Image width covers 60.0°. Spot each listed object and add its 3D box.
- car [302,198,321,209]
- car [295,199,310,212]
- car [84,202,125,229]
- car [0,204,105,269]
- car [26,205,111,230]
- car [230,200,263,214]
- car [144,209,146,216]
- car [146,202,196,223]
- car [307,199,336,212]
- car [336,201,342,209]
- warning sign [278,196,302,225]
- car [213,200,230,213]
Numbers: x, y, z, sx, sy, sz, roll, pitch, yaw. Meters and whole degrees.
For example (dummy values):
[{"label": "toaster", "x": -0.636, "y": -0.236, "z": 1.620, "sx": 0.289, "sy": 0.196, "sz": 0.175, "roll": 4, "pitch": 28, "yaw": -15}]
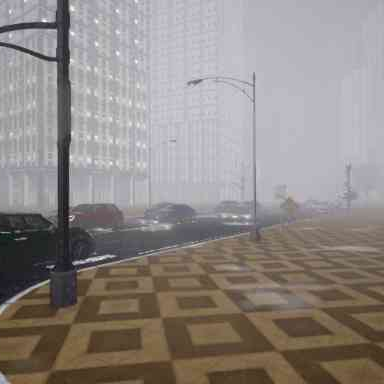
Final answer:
[{"label": "car", "x": 19.065, "y": 1.831, "z": 52.789, "sx": 1.882, "sy": 1.535, "sz": 5.008, "roll": 0, "pitch": 0, "yaw": 31}, {"label": "car", "x": 13.843, "y": 1.898, "z": 44.394, "sx": 1.895, "sy": 1.301, "sz": 4.718, "roll": 0, "pitch": -1, "yaw": 33}, {"label": "car", "x": -6.355, "y": 1.468, "z": 20.505, "sx": 2.097, "sy": 1.767, "sz": 4.553, "roll": 0, "pitch": -1, "yaw": 34}, {"label": "car", "x": -5.262, "y": 1.382, "z": 10.259, "sx": 2.097, "sy": 1.767, "sz": 4.553, "roll": 0, "pitch": -1, "yaw": 34}, {"label": "car", "x": -8.429, "y": 1.685, "z": 23.272, "sx": 2.033, "sy": 1.411, "sz": 5.357, "roll": 0, "pitch": -1, "yaw": 34}, {"label": "car", "x": 6.815, "y": 1.743, "z": 39.892, "sx": 1.882, "sy": 1.535, "sz": 5.008, "roll": 0, "pitch": -1, "yaw": 34}, {"label": "car", "x": -2.566, "y": 1.710, "z": 31.865, "sx": 1.837, "sy": 1.490, "sz": 4.892, "roll": 0, "pitch": 0, "yaw": 34}, {"label": "car", "x": -1.386, "y": 1.700, "z": 27.831, "sx": 1.812, "sy": 1.442, "sz": 4.674, "roll": 0, "pitch": 0, "yaw": 34}, {"label": "car", "x": 16.753, "y": 1.885, "z": 42.910, "sx": 1.895, "sy": 1.301, "sz": 4.718, "roll": 0, "pitch": -1, "yaw": 33}, {"label": "car", "x": 21.860, "y": 1.940, "z": 51.129, "sx": 1.895, "sy": 1.301, "sz": 4.718, "roll": 0, "pitch": 0, "yaw": 31}, {"label": "warning sign", "x": 6.764, "y": 1.251, "z": 22.994, "sx": 1.300, "sy": 1.860, "sz": 1.060, "roll": 0, "pitch": 0, "yaw": 34}, {"label": "car", "x": 4.491, "y": 1.783, "z": 42.251, "sx": 1.837, "sy": 1.490, "sz": 4.892, "roll": 0, "pitch": 1, "yaw": 34}]
